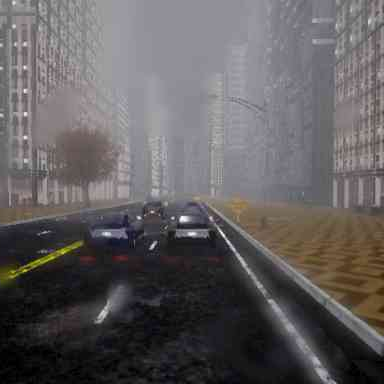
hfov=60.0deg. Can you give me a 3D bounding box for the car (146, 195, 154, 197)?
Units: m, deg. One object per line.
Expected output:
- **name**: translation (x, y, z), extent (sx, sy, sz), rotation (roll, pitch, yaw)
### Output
- **car**: translation (-9.750, 1.449, 76.747), extent (1.882, 1.535, 5.008), rotation (0, 0, 0)

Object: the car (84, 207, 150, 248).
- **car**: translation (-3.250, 1.567, 14.653), extent (1.994, 1.385, 4.181), rotation (0, 0, 0)

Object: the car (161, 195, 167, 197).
- **car**: translation (-6.499, 1.511, 76.747), extent (2.033, 1.411, 5.357), rotation (0, 0, 0)

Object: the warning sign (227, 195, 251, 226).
- **warning sign**: translation (2.865, 1.108, 20.605), extent (1.300, 1.860, 1.060), rotation (1, 1, 0)

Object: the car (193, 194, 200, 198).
- **car**: translation (1.138, 1.432, 86.820), extent (1.801, 1.575, 5.366), rotation (0, 0, 0)

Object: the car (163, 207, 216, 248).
- **car**: translation (0.000, 1.567, 14.653), extent (1.994, 1.385, 4.181), rotation (0, 0, 0)

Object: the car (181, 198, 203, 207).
- **car**: translation (0.000, 1.524, 29.654), extent (1.812, 1.442, 4.674), rotation (0, 0, 0)

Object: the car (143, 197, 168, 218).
- **car**: translation (-3.250, 1.476, 29.654), extent (1.882, 1.535, 5.008), rotation (0, 0, 0)
